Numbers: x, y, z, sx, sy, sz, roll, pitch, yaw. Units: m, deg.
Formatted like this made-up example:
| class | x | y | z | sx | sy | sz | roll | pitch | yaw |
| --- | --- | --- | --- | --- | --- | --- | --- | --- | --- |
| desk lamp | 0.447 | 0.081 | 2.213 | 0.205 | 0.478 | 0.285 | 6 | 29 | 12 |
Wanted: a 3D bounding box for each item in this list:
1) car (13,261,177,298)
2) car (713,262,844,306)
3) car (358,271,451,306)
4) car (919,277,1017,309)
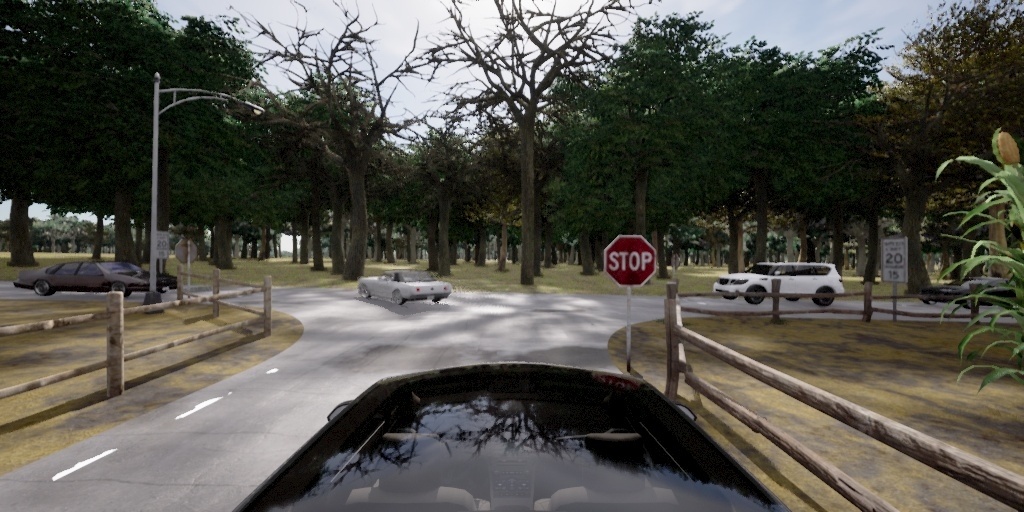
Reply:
| class | x | y | z | sx | sy | sz | roll | pitch | yaw |
| --- | --- | --- | --- | --- | --- | --- | --- | --- | --- |
| car | -17.034 | 0.914 | 14.898 | 5.357 | 1.411 | 2.033 | 1 | 0 | 0 |
| car | 13.146 | 1.305 | 17.813 | 5.566 | 2.045 | 2.150 | 1 | 0 | -1 |
| car | -4.705 | 1.260 | 15.211 | 4.718 | 1.301 | 1.895 | 1 | 0 | 44 |
| car | 23.351 | 1.804 | 17.822 | 5.008 | 1.535 | 1.882 | 1 | 0 | 0 |
